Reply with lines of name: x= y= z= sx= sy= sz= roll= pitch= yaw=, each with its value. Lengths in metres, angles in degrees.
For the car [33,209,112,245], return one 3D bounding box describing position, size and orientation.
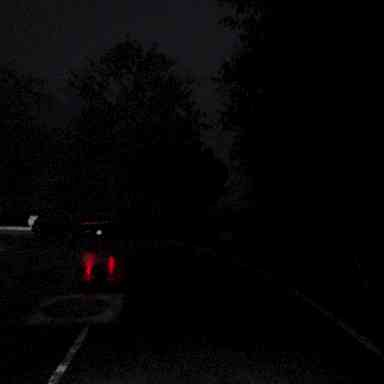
car: x=-5.877 y=1.567 z=16.027 sx=4.902 sy=1.511 sz=2.128 roll=-1 pitch=-1 yaw=40
